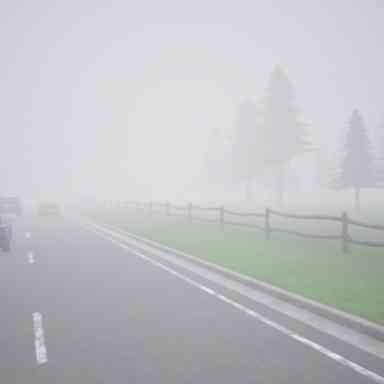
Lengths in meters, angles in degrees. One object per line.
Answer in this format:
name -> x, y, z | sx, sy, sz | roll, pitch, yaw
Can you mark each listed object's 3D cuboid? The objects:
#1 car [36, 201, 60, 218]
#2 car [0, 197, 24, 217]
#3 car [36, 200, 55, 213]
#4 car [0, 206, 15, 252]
car -> -14.290, 1.684, 33.136 | 1.882, 1.535, 5.008 | -1, 0, -26
car -> -18.519, 1.501, 33.850 | 2.150, 2.045, 5.566 | -1, 0, -26
car -> -18.869, 1.838, 42.736 | 1.994, 1.385, 4.181 | -1, 0, -25
car -> -8.683, 1.607, 13.981 | 1.882, 1.535, 5.008 | -1, 0, -27
